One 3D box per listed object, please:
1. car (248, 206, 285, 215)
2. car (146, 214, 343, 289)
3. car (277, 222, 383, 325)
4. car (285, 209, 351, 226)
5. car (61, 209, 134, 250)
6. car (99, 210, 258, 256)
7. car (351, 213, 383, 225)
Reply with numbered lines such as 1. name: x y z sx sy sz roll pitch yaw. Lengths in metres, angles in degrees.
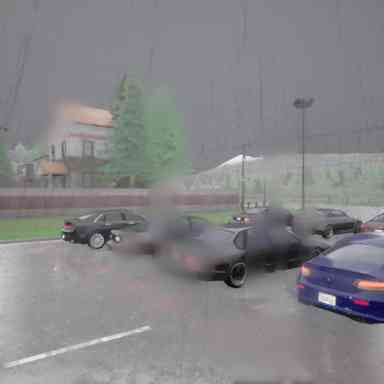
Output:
1. car: 4.654 1.547 19.961 5.357 1.411 2.033 0 0 -35
2. car: 1.665 1.547 9.230 5.357 1.411 2.033 0 0 -35
3. car: 4.012 1.526 6.600 4.674 1.442 1.812 0 0 -35
4. car: 7.161 1.564 17.455 4.181 1.385 1.994 0 0 -35
5. car: -3.069 1.505 14.461 4.892 1.490 1.837 0 0 -35
6. car: -0.337 1.547 12.103 5.357 1.411 2.033 0 0 -36
7. car: 9.188 1.564 14.596 4.181 1.385 1.994 0 0 -35
